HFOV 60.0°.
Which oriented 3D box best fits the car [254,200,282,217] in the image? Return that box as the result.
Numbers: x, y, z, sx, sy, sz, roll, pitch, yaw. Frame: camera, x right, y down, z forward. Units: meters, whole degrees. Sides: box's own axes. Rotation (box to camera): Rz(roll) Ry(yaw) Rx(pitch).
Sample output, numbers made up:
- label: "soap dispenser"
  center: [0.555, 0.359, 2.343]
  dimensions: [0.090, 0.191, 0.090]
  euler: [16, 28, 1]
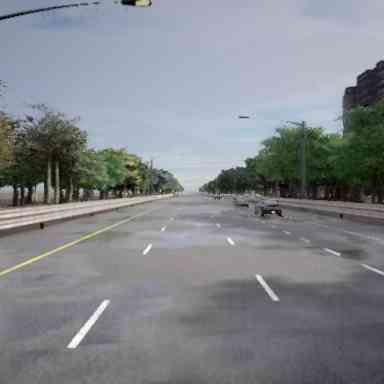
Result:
- label: "car"
  center: [7.052, 1.501, 31.191]
  dimensions: [1.837, 1.490, 4.892]
  euler: [0, 0, 0]

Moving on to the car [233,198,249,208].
- label: "car"
  center: [7.109, 1.540, 48.837]
  dimensions: [2.033, 1.411, 5.357]
  euler: [0, 0, 0]
